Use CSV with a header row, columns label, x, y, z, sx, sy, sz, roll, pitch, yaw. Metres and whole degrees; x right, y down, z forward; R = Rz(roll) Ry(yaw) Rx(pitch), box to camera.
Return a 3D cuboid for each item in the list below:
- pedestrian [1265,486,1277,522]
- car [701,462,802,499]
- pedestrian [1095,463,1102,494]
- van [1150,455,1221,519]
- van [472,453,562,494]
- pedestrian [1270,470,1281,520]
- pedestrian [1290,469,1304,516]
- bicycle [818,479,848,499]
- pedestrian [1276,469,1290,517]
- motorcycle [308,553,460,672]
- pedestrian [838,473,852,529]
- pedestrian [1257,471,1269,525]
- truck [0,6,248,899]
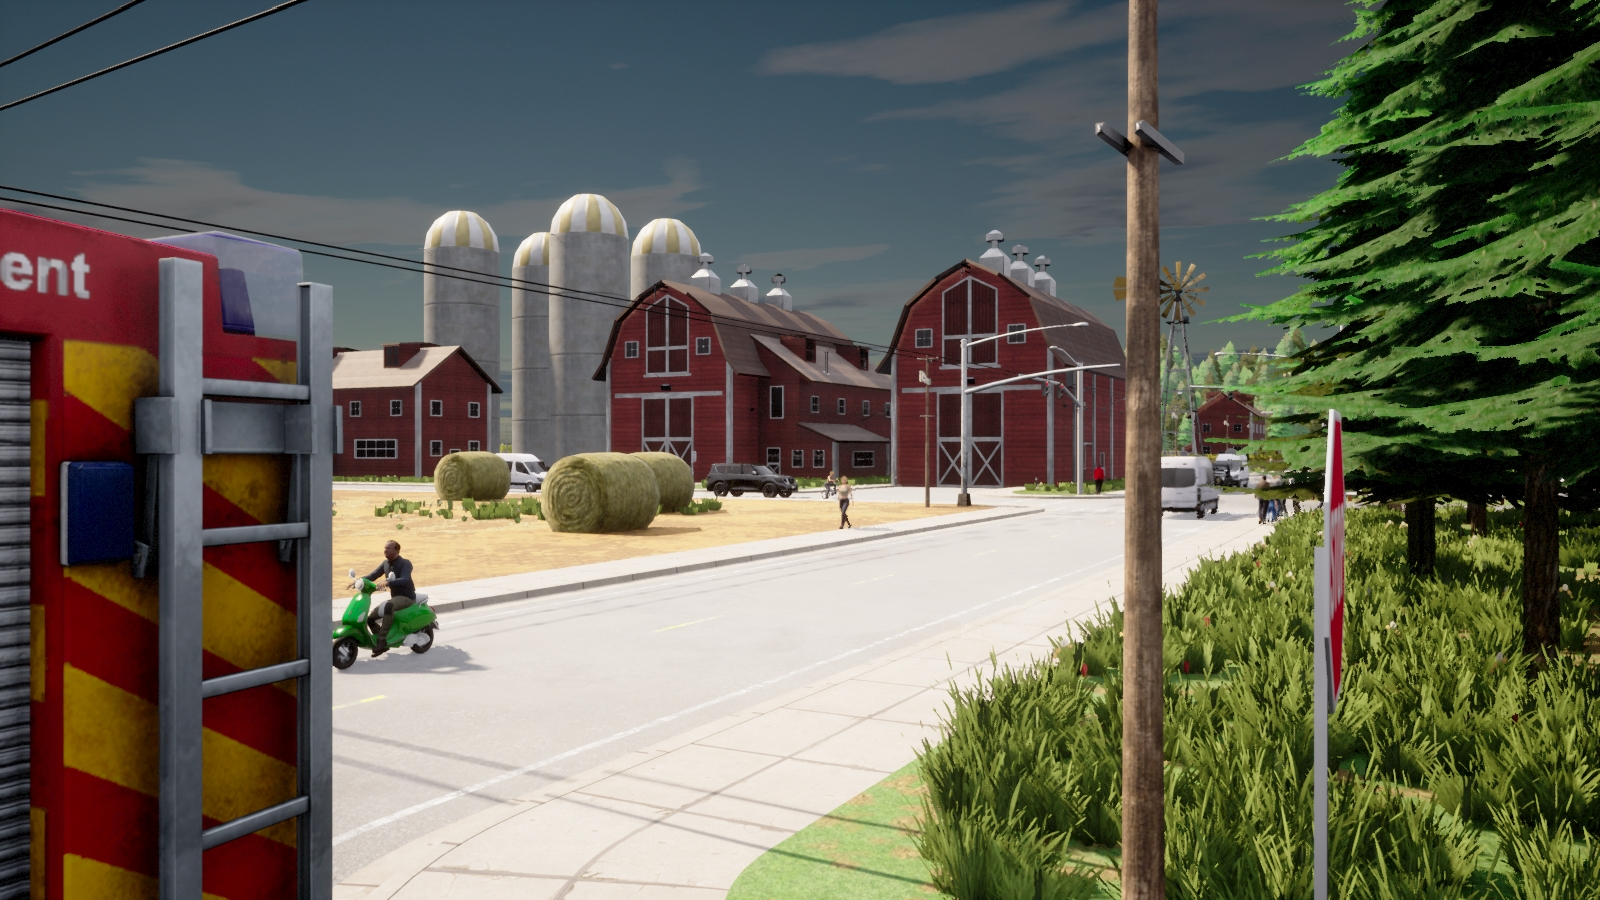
label,x,y,z,sx,sy,sz,roll,pitch,yaw
pedestrian,17.338,1.976,42.068,0.375,1.300,0.375,0,0,28
car,-2.850,1.752,67.106,5.566,2.045,2.150,0,0,27
pedestrian,17.807,1.693,68.141,0.375,1.860,0.375,0,0,27
van,16.821,1.533,49.616,1.988,2.561,5.915,0,0,28
van,-18.656,1.495,75.244,5.915,2.561,1.988,0,1,27
pedestrian,17.924,1.694,43.073,0.375,1.860,0.375,0,0,27
pedestrian,19.964,1.694,45.929,0.375,1.860,0.375,0,0,-38
bicycle,1.881,2.221,64.669,1.487,1.080,0.859,0,0,27
pedestrian,19.003,1.694,44.941,0.375,1.860,0.375,0,0,-29
motorcycle,-5.563,2.142,15.392,0.856,1.316,1.805,0,0,28
pedestrian,1.504,1.694,38.255,0.375,1.860,0.375,0,0,25
pedestrian,16.382,1.695,40.428,0.375,1.860,0.375,0,0,29
truck,-6.104,0.866,3.613,8.468,3.827,2.891,0,0,22
